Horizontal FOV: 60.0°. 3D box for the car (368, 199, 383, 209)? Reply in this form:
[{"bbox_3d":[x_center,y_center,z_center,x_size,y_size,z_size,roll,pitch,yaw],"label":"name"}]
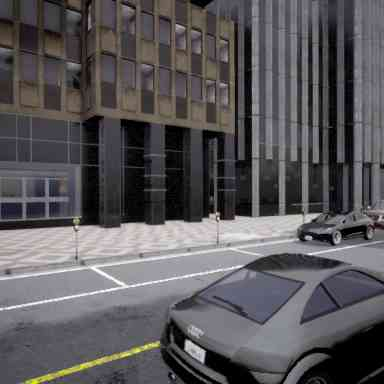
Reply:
[{"bbox_3d":[11.275,1.314,18.559,5.009,1.841,2.192,0,0,-35],"label":"car"}]

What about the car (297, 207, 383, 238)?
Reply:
[{"bbox_3d":[6.687,1.565,15.285,4.313,1.339,1.947,0,0,-35],"label":"car"}]

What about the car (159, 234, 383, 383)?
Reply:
[{"bbox_3d":[1.659,1.564,4.500,4.181,1.385,1.994,0,0,-35],"label":"car"}]
